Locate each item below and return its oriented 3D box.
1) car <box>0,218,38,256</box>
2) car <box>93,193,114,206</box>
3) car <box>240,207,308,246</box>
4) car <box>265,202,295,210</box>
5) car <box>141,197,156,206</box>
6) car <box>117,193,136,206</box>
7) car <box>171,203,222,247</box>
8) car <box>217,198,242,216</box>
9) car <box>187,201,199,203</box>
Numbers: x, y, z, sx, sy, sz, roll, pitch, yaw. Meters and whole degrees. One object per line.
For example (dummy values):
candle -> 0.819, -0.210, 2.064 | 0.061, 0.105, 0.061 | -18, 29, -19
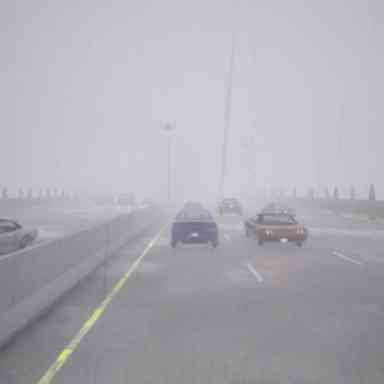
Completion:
car -> -7.096, 1.598, 11.066 | 1.895, 1.301, 4.718 | 0, 0, 0
car -> -14.039, 1.223, 53.406 | 2.150, 2.045, 5.566 | 0, 0, 1
car -> 3.606, 1.598, 15.216 | 1.895, 1.301, 4.718 | 0, 0, 0
car -> 7.111, 1.542, 27.803 | 2.033, 1.411, 5.357 | 0, 0, 0
car -> -7.035, 1.567, 54.248 | 1.994, 1.385, 4.181 | 0, 0, 0
car -> -10.541, 1.223, 53.833 | 2.150, 2.045, 5.566 | 0, 0, 0
car -> 0.106, 1.475, 15.083 | 1.882, 1.535, 5.008 | 0, 0, 0
car -> 3.614, 1.346, 32.831 | 2.097, 1.767, 4.553 | 0, 0, 0
car -> 0.113, 1.557, 33.501 | 1.994, 1.385, 4.181 | 0, 0, 0
